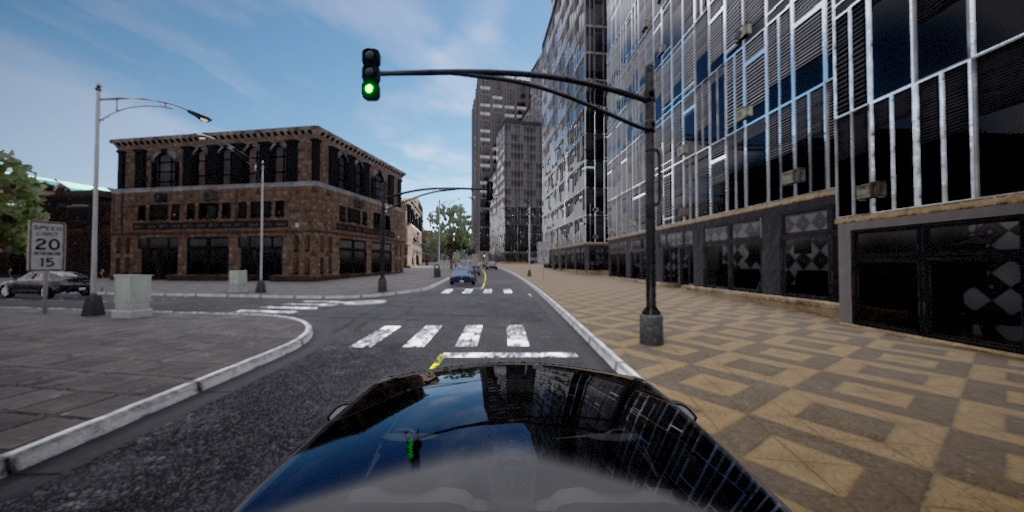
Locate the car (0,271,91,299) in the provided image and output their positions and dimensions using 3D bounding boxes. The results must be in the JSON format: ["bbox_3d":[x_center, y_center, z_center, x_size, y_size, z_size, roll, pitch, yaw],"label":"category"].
[{"bbox_3d":[-24.176,1.454,18.715,4.403,1.370,2.007,0,0,9],"label":"car"}]

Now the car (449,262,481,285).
[{"bbox_3d":[-3.636,1.403,27.604,2.033,1.411,5.357,0,0,-3],"label":"car"}]

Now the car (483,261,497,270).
[{"bbox_3d":[-3.394,1.528,58.300,2.033,1.411,5.357,0,0,-7],"label":"car"}]
